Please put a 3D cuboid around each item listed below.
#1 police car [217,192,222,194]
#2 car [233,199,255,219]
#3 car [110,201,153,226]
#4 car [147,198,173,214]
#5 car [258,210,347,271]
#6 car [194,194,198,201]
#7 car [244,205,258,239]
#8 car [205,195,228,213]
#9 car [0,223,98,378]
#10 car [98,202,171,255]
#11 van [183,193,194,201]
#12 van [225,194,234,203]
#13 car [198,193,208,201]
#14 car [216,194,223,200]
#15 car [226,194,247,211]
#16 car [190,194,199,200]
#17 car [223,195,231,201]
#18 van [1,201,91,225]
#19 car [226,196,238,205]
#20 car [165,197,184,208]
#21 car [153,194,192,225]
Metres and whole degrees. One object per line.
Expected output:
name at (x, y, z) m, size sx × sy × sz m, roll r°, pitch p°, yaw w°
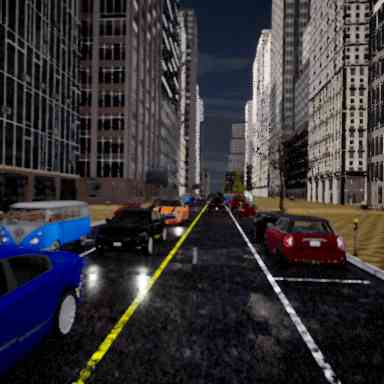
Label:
police car at (6.768, 1.290, 79.799) m, size 1.930 × 1.638 × 5.238 m, roll 1°, pitch 0°, yaw 4°
car at (4.720, 1.570, 28.241) m, size 1.802 × 1.307 × 4.206 m, roll 1°, pitch 0°, yaw 4°
car at (-4.067, 1.405, 23.212) m, size 1.887 × 1.381 × 4.507 m, roll 1°, pitch 0°, yaw 4°
car at (-3.212, 1.405, 34.556) m, size 1.947 × 1.339 × 4.313 m, roll 1°, pitch 0°, yaw 4°
car at (3.575, 1.463, 11.214) m, size 1.967 × 1.590 × 4.097 m, roll 1°, pitch 0°, yaw 4°
car at (-0.248, 1.332, 74.270) m, size 1.947 × 1.339 × 4.313 m, roll 1°, pitch 0°, yaw 4°
car at (3.939, 1.577, 16.891) m, size 1.947 × 1.339 × 4.313 m, roll 1°, pitch 0°, yaw 4°
car at (2.761, 1.436, 36.855) m, size 1.837 × 1.490 × 4.892 m, roll 1°, pitch 1°, yaw 4°
car at (-2.920, 1.418, 3.710) m, size 1.882 × 1.535 × 5.008 m, roll 1°, pitch 0°, yaw 4°
car at (-2.215, 1.400, 13.156) m, size 1.882 × 1.535 × 5.008 m, roll 1°, pitch 0°, yaw 4°
van at (-1.089, 1.128, 62.922) m, size 1.690 × 1.788 × 3.998 m, roll 1°, pitch 0°, yaw 4°
van at (7.689, 1.256, 67.952) m, size 1.690 × 1.788 × 3.998 m, roll 1°, pitch 0°, yaw 4°
car at (2.544, 1.104, 75.571) m, size 2.097 × 1.767 × 4.553 m, roll 1°, pitch 0°, yaw 4°
car at (7.502, 1.353, 89.663) m, size 1.837 × 1.490 × 4.892 m, roll 1°, pitch 0°, yaw 4°
car at (5.573, 1.282, 39.586) m, size 2.192 × 1.841 × 5.009 m, roll 1°, pitch 0°, yaw 4°
car at (0.599, 1.297, 85.617) m, size 2.008 × 1.369 × 4.403 m, roll 1°, pitch 0°, yaw 4°
car at (8.953, 1.436, 84.972) m, size 2.008 × 1.369 × 4.403 m, roll 1°, pitch 0°, yaw 4°
van at (-5.020, 1.222, 11.874) m, size 1.690 × 1.788 × 3.998 m, roll 1°, pitch 0°, yaw 4°
car at (6.850, 1.460, 56.776) m, size 1.752 × 1.417 × 4.829 m, roll 1°, pitch 0°, yaw 4°
car at (-2.365, 1.384, 45.903) m, size 1.947 × 1.339 × 4.313 m, roll 1°, pitch 0°, yaw 4°
car at (-1.436, 1.256, 23.167) m, size 2.097 × 1.767 × 4.553 m, roll 1°, pitch 0°, yaw 5°
